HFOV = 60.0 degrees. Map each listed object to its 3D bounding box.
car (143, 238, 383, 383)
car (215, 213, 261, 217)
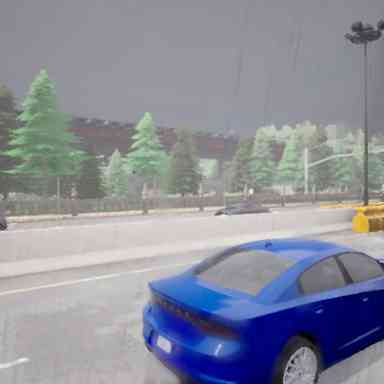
[{"bbox_3d":[1.722,1.435,4.976,5.008,1.535,1.882,-1,0,-35],"label":"car"},{"bbox_3d":[3.660,1.397,23.727,4.181,1.385,1.994,-1,0,-35],"label":"car"}]
